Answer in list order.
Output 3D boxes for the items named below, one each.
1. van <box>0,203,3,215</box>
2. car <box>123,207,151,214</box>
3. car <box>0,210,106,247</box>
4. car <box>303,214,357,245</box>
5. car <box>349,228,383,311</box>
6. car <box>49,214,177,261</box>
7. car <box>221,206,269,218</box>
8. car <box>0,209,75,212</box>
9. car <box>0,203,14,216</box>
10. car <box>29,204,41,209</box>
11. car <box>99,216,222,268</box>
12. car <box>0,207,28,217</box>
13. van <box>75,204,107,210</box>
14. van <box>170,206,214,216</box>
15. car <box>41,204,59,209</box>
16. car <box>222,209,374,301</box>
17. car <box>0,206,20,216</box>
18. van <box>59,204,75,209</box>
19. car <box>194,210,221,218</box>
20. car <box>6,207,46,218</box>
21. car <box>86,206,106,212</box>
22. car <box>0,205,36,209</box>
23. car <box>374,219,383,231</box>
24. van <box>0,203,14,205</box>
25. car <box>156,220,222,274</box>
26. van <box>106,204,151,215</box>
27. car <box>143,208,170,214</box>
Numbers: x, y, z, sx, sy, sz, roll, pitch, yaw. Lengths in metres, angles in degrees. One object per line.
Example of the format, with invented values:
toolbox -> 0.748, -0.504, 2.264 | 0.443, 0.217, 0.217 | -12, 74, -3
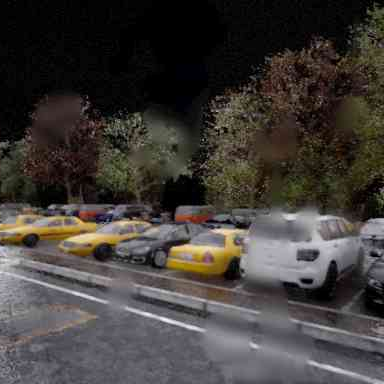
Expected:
van -> -34.544, 2.904, 56.008 | 1.878, 1.987, 4.442 | -1, -2, 38
car -> -3.823, 2.512, 32.139 | 2.163, 1.488, 4.792 | -1, -2, 38
car -> -7.708, 2.026, 18.346 | 1.946, 1.575, 5.366 | -1, -2, 38
car -> 9.187, 2.319, 21.806 | 1.946, 1.575, 5.366 | -1, -2, 38
car -> 5.679, 1.897, 8.232 | 2.097, 1.535, 5.008 | -1, -2, 38
car -> -3.221, 1.978, 14.875 | 1.946, 1.575, 5.366 | -1, -2, 38
car -> 4.939, 2.122, 25.372 | 2.435, 2.045, 5.566 | -1, -2, 38
car -> -9.580, 2.064, 20.262 | 1.946, 1.575, 5.366 | -1, -2, 38
car -> -32.441, 2.828, 54.200 | 2.435, 2.045, 5.566 | -1, -2, 38
car -> -17.002, 2.500, 42.265 | 2.435, 2.045, 5.566 | -1, -2, 38
car -> -0.908, 1.965, 13.328 | 2.231, 1.521, 4.892 | -1, -2, 38
car -> -27.944, 3.024, 50.746 | 2.002, 1.452, 4.674 | -1, -2, 38
van -> -10.340, 2.390, 37.297 | 1.878, 1.987, 4.442 | -1, -2, 38
van -> 0.513, 2.199, 28.906 | 1.878, 1.987, 4.442 | -1, -2, 38
car -> -14.811, 2.453, 40.571 | 2.435, 2.045, 5.566 | -1, -2, 38
car -> 3.501, 1.669, 9.956 | 2.435, 2.045, 5.566 | -1, -2, 38
car -> -30.138, 3.031, 52.440 | 2.097, 1.535, 5.008 | -1, -2, 38
van -> -12.674, 2.430, 38.806 | 1.878, 1.987, 4.442 | -1, -2, 38
car -> 2.711, 2.424, 27.013 | 2.163, 1.488, 4.792 | -1, -2, 38
car -> -23.658, 2.934, 47.439 | 2.002, 1.452, 4.674 | -1, -2, 38
car -> -8.218, 2.566, 35.507 | 2.097, 1.535, 5.008 | -1, -2, 38
car -> -14.061, 2.012, 23.537 | 2.185, 1.767, 4.553 | -1, -2, 38
car -> 11.489, 2.345, 20.255 | 2.002, 1.452, 4.674 | -1, -2, 38
van -> -25.779, 2.718, 49.232 | 1.878, 1.987, 4.442 | -1, -2, 38
car -> 1.398, 1.944, 11.771 | 1.946, 1.575, 5.366 | -1, -2, 38
van -> -6.082, 2.293, 33.721 | 1.878, 1.987, 4.442 | -1, -2, 37
car -> -1.735, 2.480, 30.524 | 2.163, 1.488, 4.792 | -1, -2, 38
